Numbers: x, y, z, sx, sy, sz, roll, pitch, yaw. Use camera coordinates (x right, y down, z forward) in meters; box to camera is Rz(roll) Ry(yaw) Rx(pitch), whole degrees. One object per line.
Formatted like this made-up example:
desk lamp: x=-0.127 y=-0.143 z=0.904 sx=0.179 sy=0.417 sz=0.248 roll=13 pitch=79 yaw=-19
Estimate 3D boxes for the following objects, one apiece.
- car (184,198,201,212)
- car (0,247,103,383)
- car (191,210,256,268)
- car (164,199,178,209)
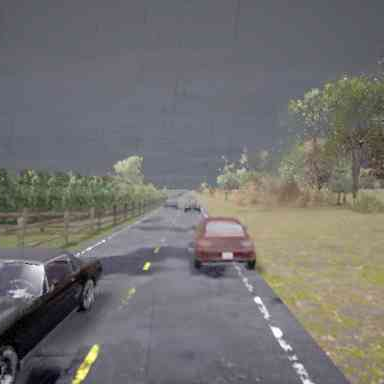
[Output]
car: x=0.063 y=1.687 z=39.177 sx=1.895 sy=1.301 sz=4.718 roll=0 pitch=0 yaw=0
car: x=-2.853 y=1.615 z=4.967 sx=1.895 sy=1.301 sz=4.718 roll=0 pitch=0 yaw=0
car: x=0.958 y=1.556 z=11.276 sx=1.812 sy=1.442 sz=4.674 roll=0 pitch=0 yaw=0
car: x=-2.856 y=1.644 z=46.301 sx=2.033 sy=1.411 sz=5.357 roll=0 pitch=0 yaw=0
